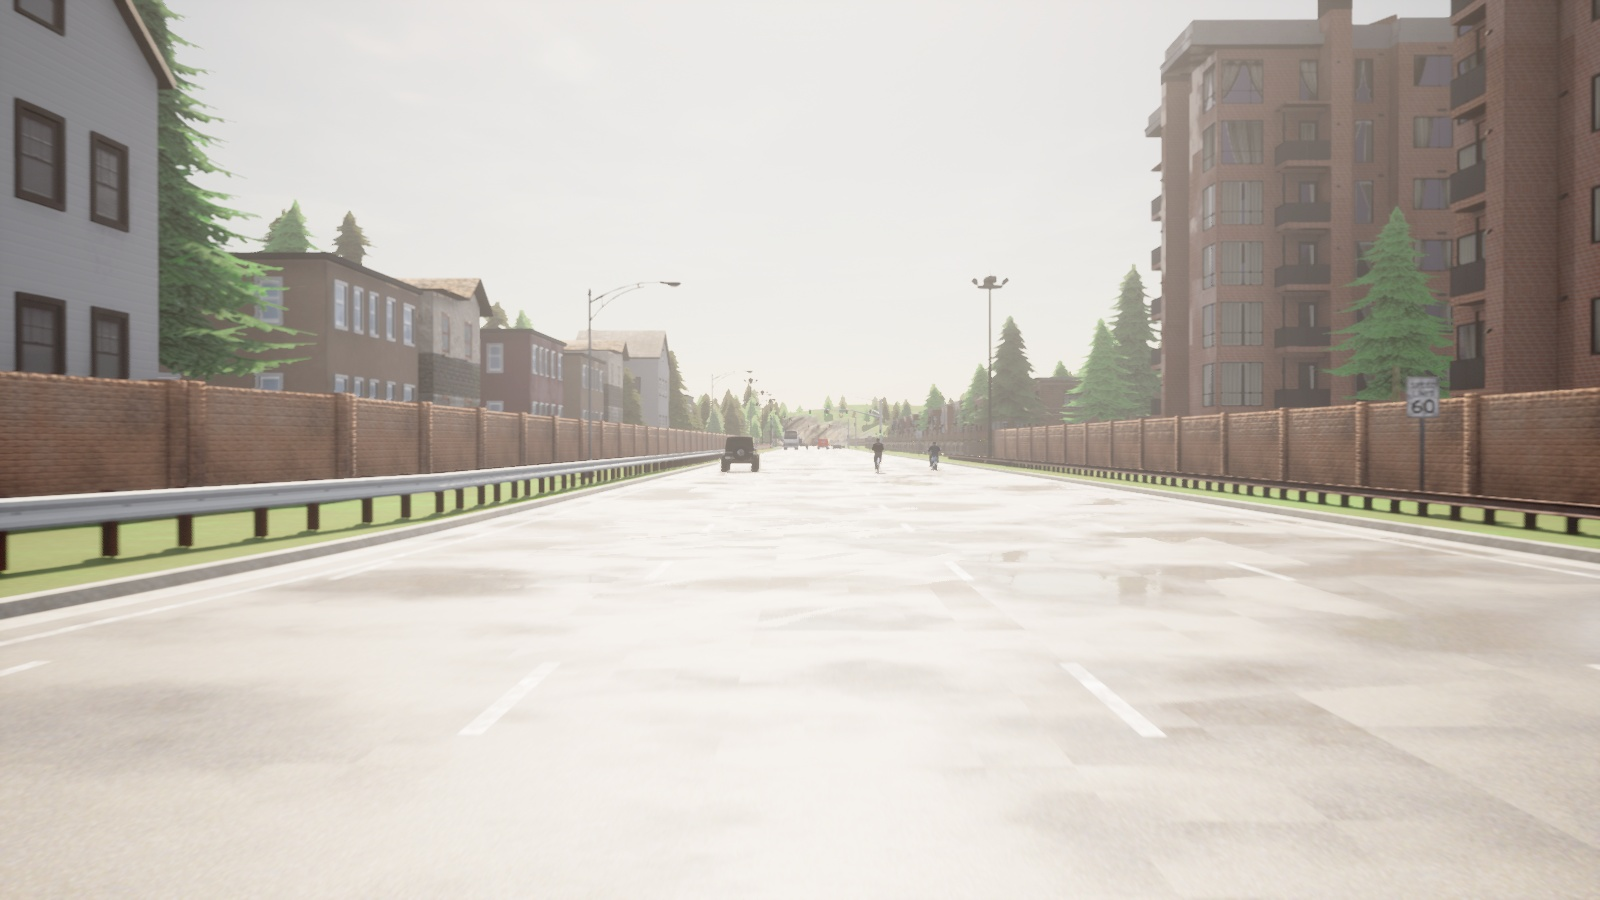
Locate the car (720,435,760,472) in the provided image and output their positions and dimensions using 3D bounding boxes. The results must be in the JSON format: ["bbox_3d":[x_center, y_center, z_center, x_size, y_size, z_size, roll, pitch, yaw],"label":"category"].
[{"bbox_3d":[-3.109,0.169,66.041,1.905,1.878,3.866,0,0,0],"label":"car"}]
